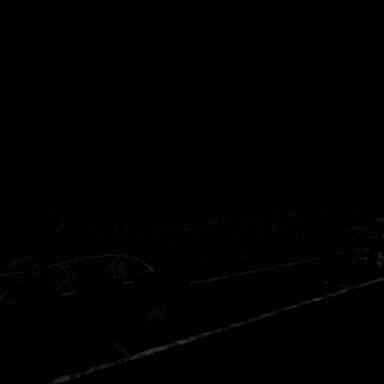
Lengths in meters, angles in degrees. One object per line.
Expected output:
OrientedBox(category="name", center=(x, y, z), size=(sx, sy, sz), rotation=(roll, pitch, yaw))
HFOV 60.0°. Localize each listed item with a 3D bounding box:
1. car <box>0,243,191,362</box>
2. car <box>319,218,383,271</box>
OrientedBox(category="car", center=(-2.077, 1.552, 5.163), size=(4.403, 1.369, 2.008), rotation=(0, 0, -35))
OrientedBox(category="car", center=(5.962, 1.557, 10.892), size=(4.403, 1.369, 2.008), rotation=(0, 0, -35))
